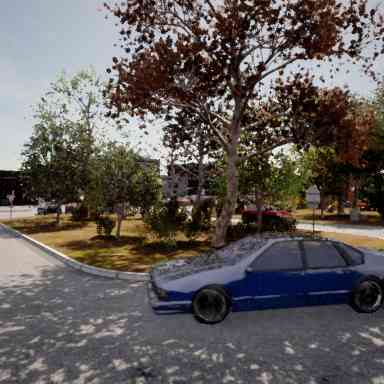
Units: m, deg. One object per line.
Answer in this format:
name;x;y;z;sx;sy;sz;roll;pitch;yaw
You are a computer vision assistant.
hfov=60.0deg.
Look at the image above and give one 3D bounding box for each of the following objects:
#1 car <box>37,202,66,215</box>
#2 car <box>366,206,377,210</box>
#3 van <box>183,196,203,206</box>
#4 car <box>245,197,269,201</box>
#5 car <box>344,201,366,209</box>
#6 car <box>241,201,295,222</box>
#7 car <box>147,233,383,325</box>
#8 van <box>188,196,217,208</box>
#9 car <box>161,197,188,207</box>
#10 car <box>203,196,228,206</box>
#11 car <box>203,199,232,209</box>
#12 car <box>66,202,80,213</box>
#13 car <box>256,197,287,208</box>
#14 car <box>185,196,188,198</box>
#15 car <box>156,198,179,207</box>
car;-17.561;1.930;40.931;2.185;1.767;4.553;-1;0;-35
car;33.738;2.518;64.301;2.097;1.767;4.553;2;-1;-14
van;0.168;1.815;68.650;1.878;1.987;4.442;1;-1;-36
car;10.953;1.855;61.470;2.435;2.045;5.566;1;-1;-36
car;30.305;2.559;64.360;1.837;1.490;4.892;2;-1;-23
car;6.195;1.831;27.171;2.097;1.767;4.553;3;-3;-35
car;1.797;1.571;6.783;5.357;1.411;2.033;0;-1;-11
van;1.827;1.752;55.023;1.878;1.987;4.442;1;0;-36
car;-3.684;2.027;57.360;2.033;1.411;5.357;0;0;38
car;5.141;1.883;72.339;2.435;2.045;5.566;1;-1;-36
car;4.271;1.997;56.406;1.946;1.575;5.366;1;0;-36
car;-15.011;2.068;42.818;2.002;1.452;4.674;-1;0;-36
car;15.374;1.965;64.677;2.435;2.045;5.566;1;-1;-36
car;-2.349;1.879;66.946;2.185;1.767;4.553;1;0;-36
car;-4.846;1.979;65.418;1.946;1.575;5.366;1;0;-36
